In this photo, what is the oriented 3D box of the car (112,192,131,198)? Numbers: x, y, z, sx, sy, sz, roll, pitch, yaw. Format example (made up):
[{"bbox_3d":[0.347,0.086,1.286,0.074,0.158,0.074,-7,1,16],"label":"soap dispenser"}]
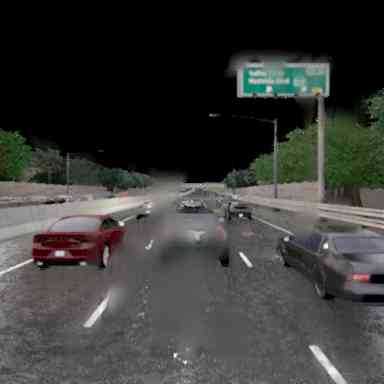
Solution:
[{"bbox_3d":[-13.541,1.023,65.952,2.150,2.045,5.566,0,0,1],"label":"car"}]

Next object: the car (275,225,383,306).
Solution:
[{"bbox_3d":[3.555,1.533,8.251,2.033,1.411,5.357,0,0,1],"label":"car"}]

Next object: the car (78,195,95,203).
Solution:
[{"bbox_3d":[-20.561,1.327,64.858,1.812,1.442,4.674,0,0,1],"label":"car"}]

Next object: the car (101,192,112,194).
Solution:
[{"bbox_3d":[-17.041,1.021,66.003,2.150,2.045,5.566,0,0,1],"label":"car"}]

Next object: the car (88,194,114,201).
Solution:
[{"bbox_3d":[-13.788,1.412,50.868,1.994,1.385,4.181,0,0,1],"label":"car"}]

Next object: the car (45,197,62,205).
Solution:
[{"bbox_3d":[-20.773,1.447,51.214,1.895,1.301,4.718,0,0,1],"label":"car"}]

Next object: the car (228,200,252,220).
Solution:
[{"bbox_3d":[3.655,1.435,27.009,1.837,1.490,4.892,0,1,1],"label":"car"}]

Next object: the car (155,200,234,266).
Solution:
[{"bbox_3d":[0.089,1.326,11.665,2.097,1.767,4.553,0,0,0],"label":"car"}]

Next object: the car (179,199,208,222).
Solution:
[{"bbox_3d":[0.154,1.420,26.928,2.128,1.511,4.902,0,0,1],"label":"car"}]

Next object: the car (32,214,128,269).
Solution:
[{"bbox_3d":[-3.415,1.455,11.091,1.882,1.535,5.008,0,0,0],"label":"car"}]

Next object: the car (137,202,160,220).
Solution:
[{"bbox_3d":[-3.338,1.489,27.590,1.994,1.385,4.181,0,0,1],"label":"car"}]

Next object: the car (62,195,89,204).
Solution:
[{"bbox_3d":[-17.296,1.203,50.312,2.097,1.767,4.553,0,0,1],"label":"car"}]
